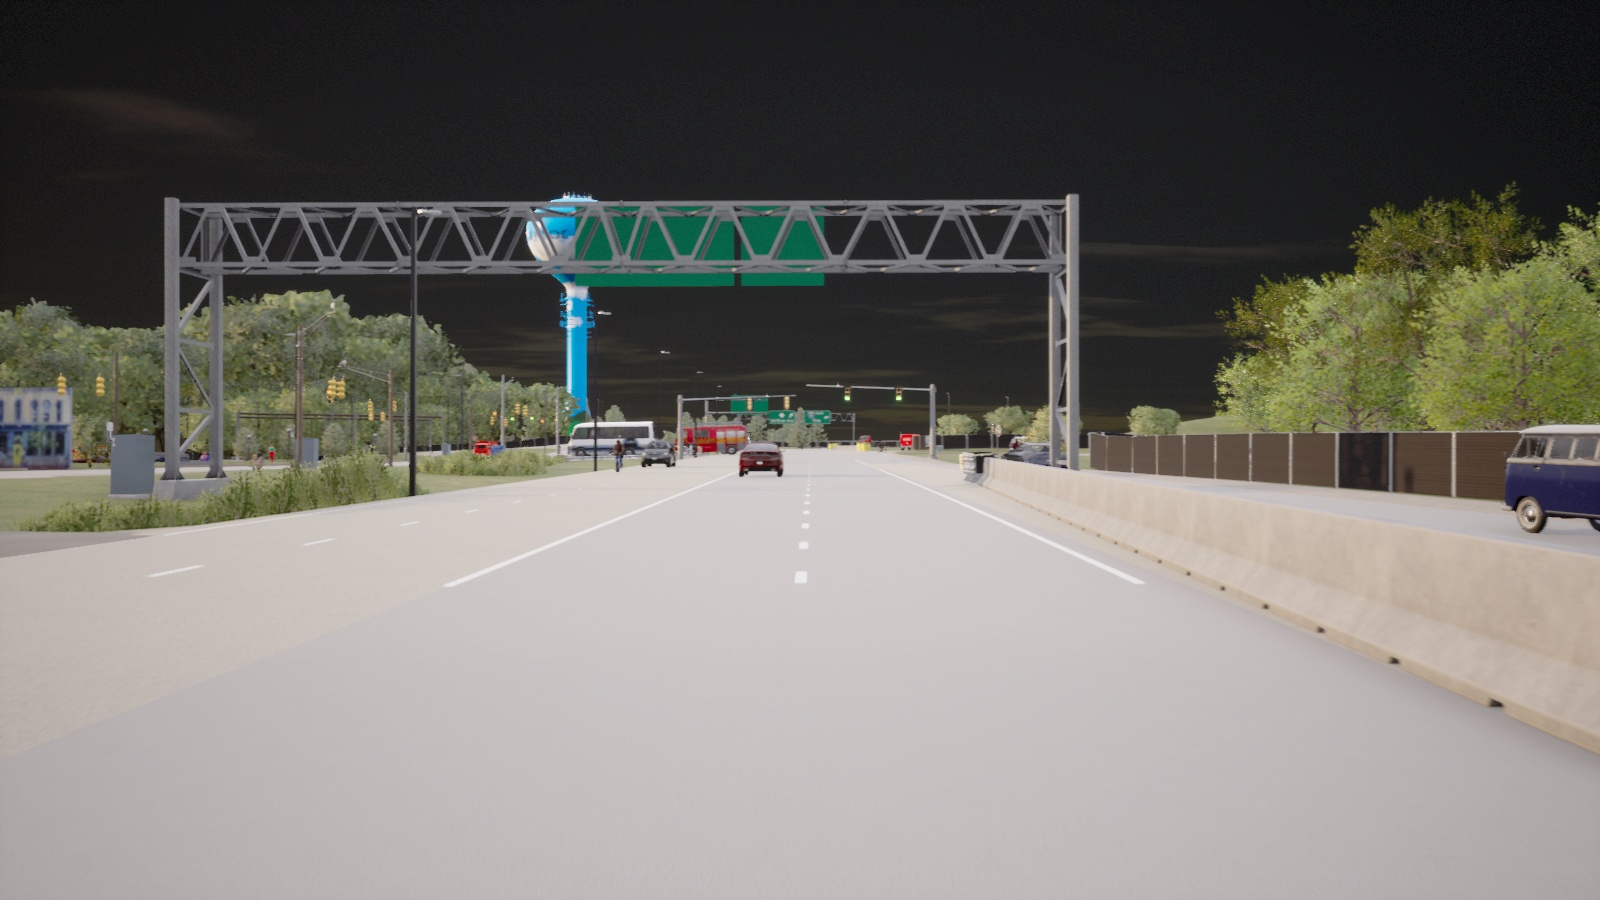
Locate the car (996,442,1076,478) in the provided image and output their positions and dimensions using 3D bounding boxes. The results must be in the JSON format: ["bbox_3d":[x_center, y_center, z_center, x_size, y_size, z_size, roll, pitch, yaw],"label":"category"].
[{"bbox_3d":[9.768,0.379,52.324,1.994,1.385,4.181,0,1,-9],"label":"car"}]

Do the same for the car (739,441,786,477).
[{"bbox_3d":[-1.643,0.385,56.219,1.882,1.535,5.008,0,0,1],"label":"car"}]

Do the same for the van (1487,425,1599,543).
[{"bbox_3d":[14.256,0.570,21.779,1.775,1.987,4.442,0,1,-8],"label":"van"}]

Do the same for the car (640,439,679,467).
[{"bbox_3d":[-8.422,0.181,75.357,1.851,1.617,3.988,0,0,1],"label":"car"}]
